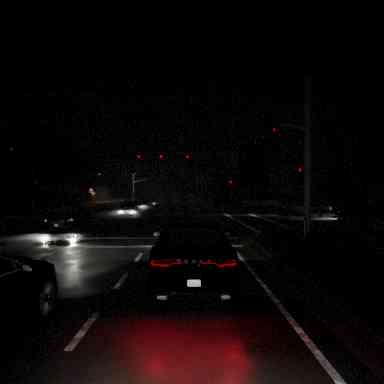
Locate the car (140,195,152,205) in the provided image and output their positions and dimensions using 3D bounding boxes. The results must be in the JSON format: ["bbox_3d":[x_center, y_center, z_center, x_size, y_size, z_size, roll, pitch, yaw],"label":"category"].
[{"bbox_3d":[-8.542,1.488,56.694,2.128,1.511,4.902,0,0,-1],"label":"car"}]

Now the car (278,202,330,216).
[{"bbox_3d":[10.863,1.601,32.391,4.718,1.301,1.895,0,0,-2],"label":"car"}]

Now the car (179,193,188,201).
[{"bbox_3d":[-2.190,1.225,85.017,2.150,2.045,5.566,0,0,-1],"label":"car"}]

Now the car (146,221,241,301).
[{"bbox_3d":[0.000,1.478,8.420,1.882,1.535,5.008,0,0,-1],"label":"car"}]

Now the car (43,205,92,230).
[{"bbox_3d":[-7.428,1.526,20.311,1.812,1.442,4.674,0,0,-2],"label":"car"}]

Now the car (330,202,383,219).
[{"bbox_3d":[14.759,1.564,29.002,4.181,1.385,1.994,0,0,-2],"label":"car"}]

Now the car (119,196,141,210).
[{"bbox_3d":[-8.208,1.601,43.430,1.895,1.301,4.718,0,0,-2],"label":"car"}]

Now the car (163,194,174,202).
[{"bbox_3d":[-5.422,1.533,74.583,2.033,1.411,5.357,0,0,-1],"label":"car"}]

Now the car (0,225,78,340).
[{"bbox_3d":[-3.468,1.492,4.428,2.128,1.511,4.902,0,0,0],"label":"car"}]

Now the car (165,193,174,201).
[{"bbox_3d":[-5.695,1.270,85.188,2.097,1.767,4.553,0,0,-1],"label":"car"}]

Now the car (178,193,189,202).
[{"bbox_3d":[-1.907,1.225,74.284,2.150,2.045,5.566,0,0,-1],"label":"car"}]

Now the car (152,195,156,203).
[{"bbox_3d":[-8.844,1.475,71.518,1.882,1.535,5.008,0,0,-1],"label":"car"}]
